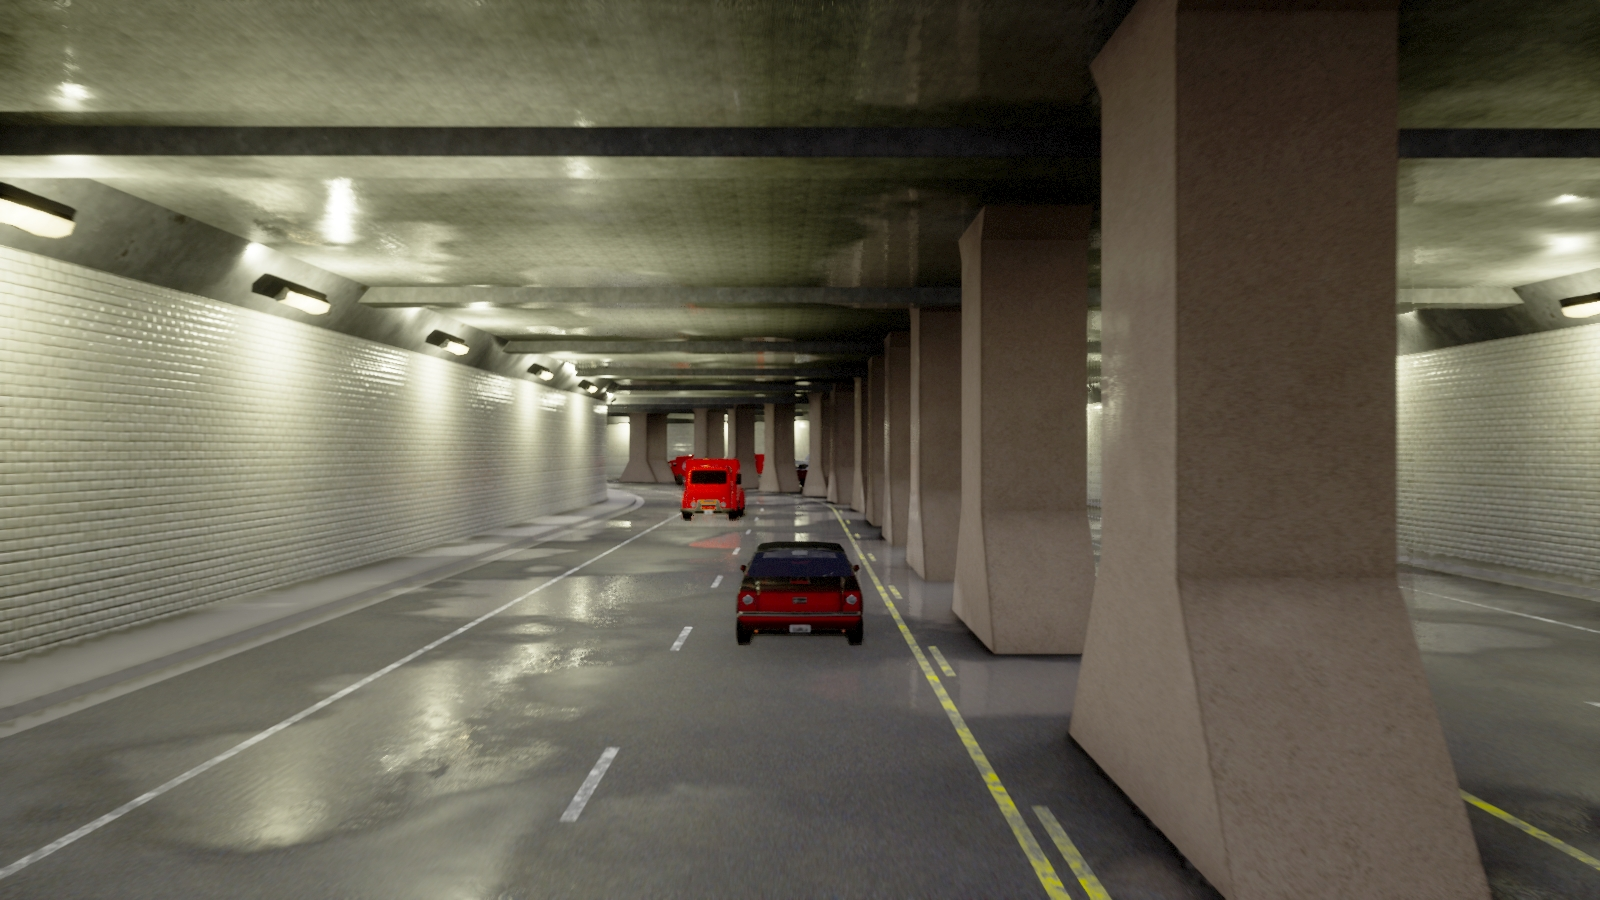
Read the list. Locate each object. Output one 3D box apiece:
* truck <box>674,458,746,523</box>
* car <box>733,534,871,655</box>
[{"bbox_3d":[-3.567,1.568,46.454,2.627,2.467,5.204,0,0,-1],"label":"truck"},{"bbox_3d":[0.029,2.155,18.016,1.895,1.301,4.718,0,0,0],"label":"car"}]
